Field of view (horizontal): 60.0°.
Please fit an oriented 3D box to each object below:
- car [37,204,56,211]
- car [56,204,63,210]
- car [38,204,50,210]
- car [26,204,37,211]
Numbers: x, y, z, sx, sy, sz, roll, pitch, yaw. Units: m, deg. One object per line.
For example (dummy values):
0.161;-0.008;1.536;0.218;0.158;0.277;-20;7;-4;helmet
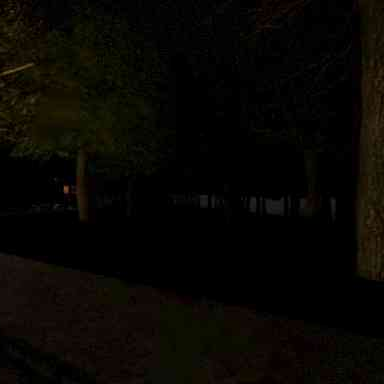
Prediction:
-33.887;3.571;77.642;1.837;1.490;4.892;0;-2;-9;car
-35.592;3.891;87.928;2.128;1.511;4.902;0;-2;-9;car
-38.798;3.918;87.396;1.994;1.385;4.181;0;-2;-9;car
-37.156;3.586;77.488;1.837;1.490;4.892;0;-2;-9;car
